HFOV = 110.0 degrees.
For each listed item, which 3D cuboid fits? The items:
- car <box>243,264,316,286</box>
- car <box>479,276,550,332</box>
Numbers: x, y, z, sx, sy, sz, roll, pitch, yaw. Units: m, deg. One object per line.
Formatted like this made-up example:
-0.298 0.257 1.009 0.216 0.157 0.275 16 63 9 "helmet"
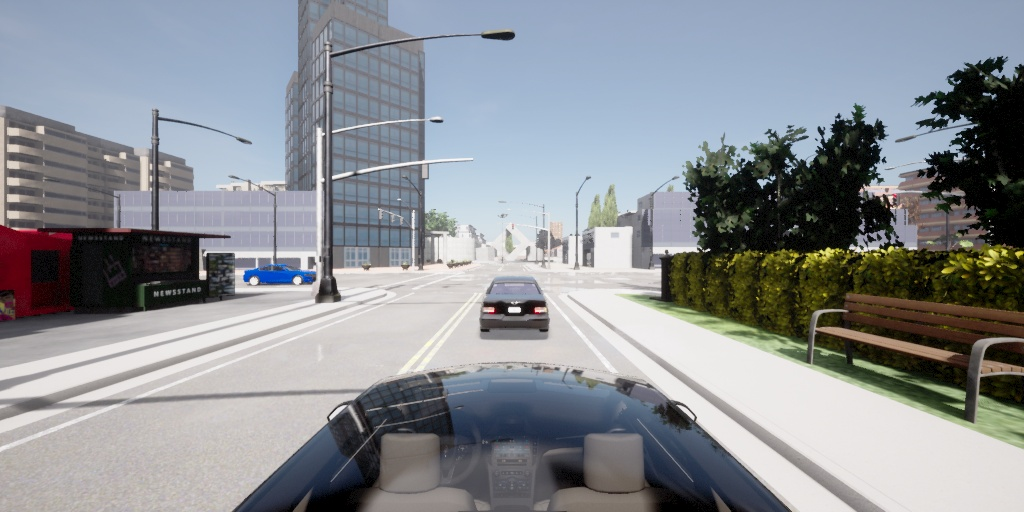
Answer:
-16.778 1.336 26.238 5.008 1.535 1.882 -1 0 0 "car"
0.069 1.297 10.829 2.033 1.411 5.357 0 0 0 "car"
